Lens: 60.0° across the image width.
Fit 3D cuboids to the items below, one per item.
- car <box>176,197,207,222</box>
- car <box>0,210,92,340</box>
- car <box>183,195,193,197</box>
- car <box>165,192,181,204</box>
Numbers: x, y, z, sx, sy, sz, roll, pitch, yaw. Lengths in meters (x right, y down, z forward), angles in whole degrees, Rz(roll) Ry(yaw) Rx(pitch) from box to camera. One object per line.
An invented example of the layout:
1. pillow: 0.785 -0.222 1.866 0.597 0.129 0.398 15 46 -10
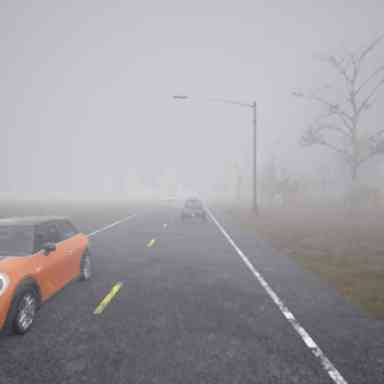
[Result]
1. car: 0.098 1.406 25.589 2.128 1.511 4.902 0 0 0
2. car: -3.601 1.332 6.589 2.097 1.767 4.553 0 0 0
3. car: 0.096 1.352 43.026 1.837 1.490 4.892 0 0 0
4. car: -3.548 1.132 57.857 2.097 1.767 4.553 0 0 1
